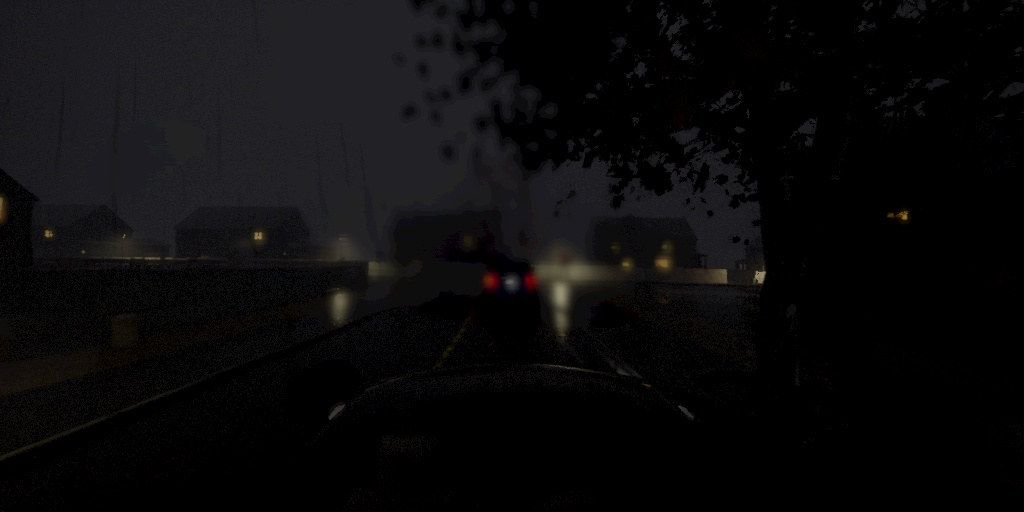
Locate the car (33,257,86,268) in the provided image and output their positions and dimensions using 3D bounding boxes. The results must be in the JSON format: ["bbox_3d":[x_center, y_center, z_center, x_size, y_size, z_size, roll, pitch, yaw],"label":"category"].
[{"bbox_3d":[-39.984,0.840,31.178,5.008,1.535,1.882,1,-1,0],"label":"car"}]

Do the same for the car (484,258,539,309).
[{"bbox_3d":[-0.007,1.106,15.846,2.150,2.045,5.566,0,0,0],"label":"car"}]

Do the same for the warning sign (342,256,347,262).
[{"bbox_3d":[-15.862,0.937,33.848,1.060,1.860,1.300,0,0,0],"label":"warning sign"}]
